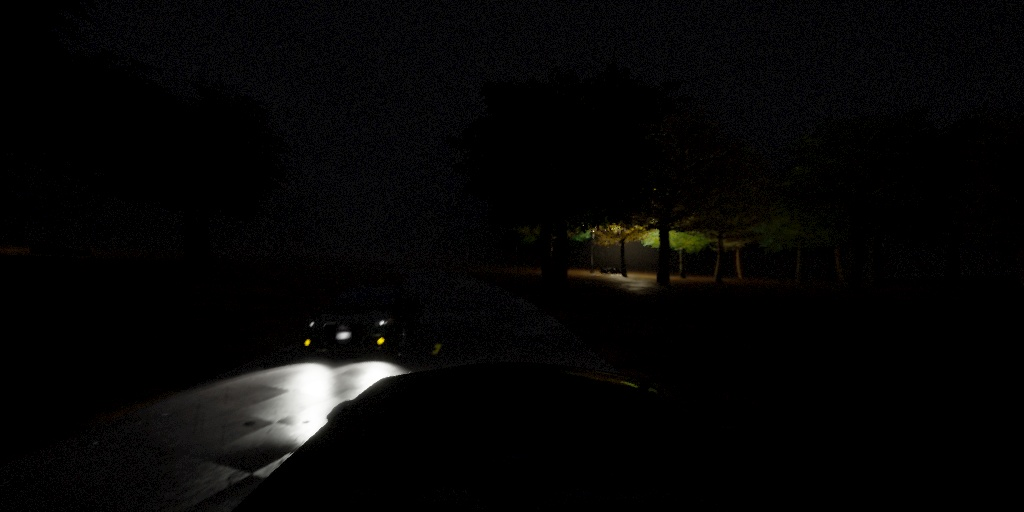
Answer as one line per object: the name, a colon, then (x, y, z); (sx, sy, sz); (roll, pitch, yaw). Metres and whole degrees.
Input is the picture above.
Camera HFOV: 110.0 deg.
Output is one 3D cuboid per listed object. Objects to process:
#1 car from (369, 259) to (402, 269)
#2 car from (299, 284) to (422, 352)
car: (-19.303, 1.136, 54.831); (4.674, 1.442, 1.812); (3, -2, -17)
car: (-3.546, 1.429, 9.173); (1.994, 1.385, 4.181); (0, -1, -5)
